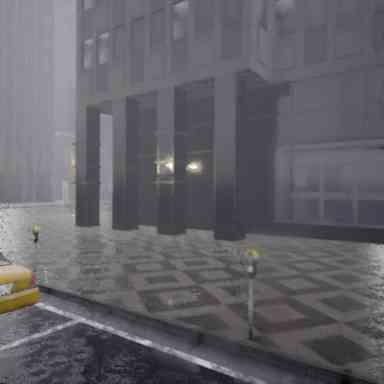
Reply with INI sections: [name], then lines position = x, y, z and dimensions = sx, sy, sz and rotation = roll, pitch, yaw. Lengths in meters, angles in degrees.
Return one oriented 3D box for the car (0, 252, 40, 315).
[car]
position = -4.945, 1.533, 6.599
dimensions = 4.829, 1.417, 1.752
rotation = 0, 0, 36
